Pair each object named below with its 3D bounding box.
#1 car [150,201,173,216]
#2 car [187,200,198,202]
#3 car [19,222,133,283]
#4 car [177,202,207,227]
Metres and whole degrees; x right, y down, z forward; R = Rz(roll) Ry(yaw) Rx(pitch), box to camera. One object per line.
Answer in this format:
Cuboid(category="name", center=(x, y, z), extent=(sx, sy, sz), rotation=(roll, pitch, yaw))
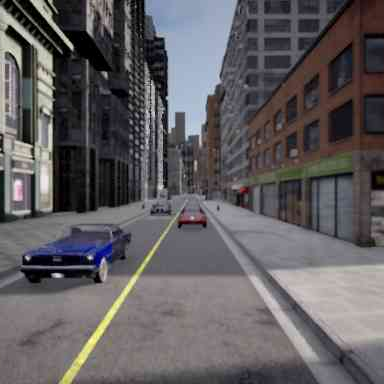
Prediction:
Cuboid(category="car", center=(-3.034, 1.633, 33.582), extent=(1.994, 1.385, 4.181), rotation=(0, 0, 1))
Cuboid(category="car", center=(0.059, 1.623, 37.970), extent=(2.033, 1.411, 5.357), rotation=(0, 0, 0))
Cuboid(category="car", center=(-3.093, 1.623, 9.872), extent=(1.895, 1.301, 4.718), rotation=(0, 0, 0))
Cuboid(category="car", center=(0.025, 1.615, 23.024), extent=(1.994, 1.385, 4.181), rotation=(0, 0, 0))
